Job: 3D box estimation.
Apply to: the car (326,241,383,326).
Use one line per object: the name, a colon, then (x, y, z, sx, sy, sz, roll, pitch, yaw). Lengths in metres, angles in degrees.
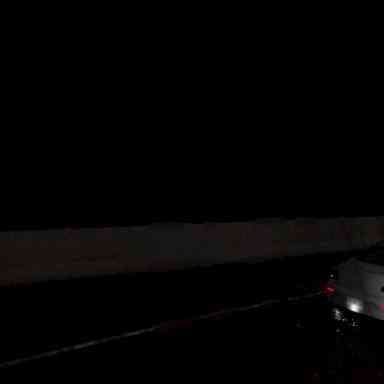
car: (4.586, 1.569, 6.227, 4.674, 1.442, 1.812, 0, 0, -27)
